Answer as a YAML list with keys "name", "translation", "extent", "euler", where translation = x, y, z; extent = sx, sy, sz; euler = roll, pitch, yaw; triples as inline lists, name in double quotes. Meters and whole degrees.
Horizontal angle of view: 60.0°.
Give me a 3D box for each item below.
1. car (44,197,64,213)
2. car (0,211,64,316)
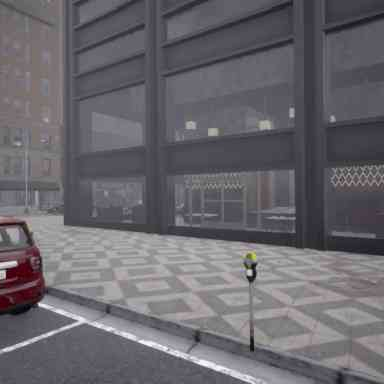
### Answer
- name: "car"
  translation: [-13.722, 1.454, 37.605]
  extent: [2.150, 2.045, 5.566]
  euler: [-1, -1, 36]
- name: "car"
  translation: [-4.811, 1.316, 6.282]
  extent: [5.009, 1.841, 2.192]
  euler: [0, -1, 35]
